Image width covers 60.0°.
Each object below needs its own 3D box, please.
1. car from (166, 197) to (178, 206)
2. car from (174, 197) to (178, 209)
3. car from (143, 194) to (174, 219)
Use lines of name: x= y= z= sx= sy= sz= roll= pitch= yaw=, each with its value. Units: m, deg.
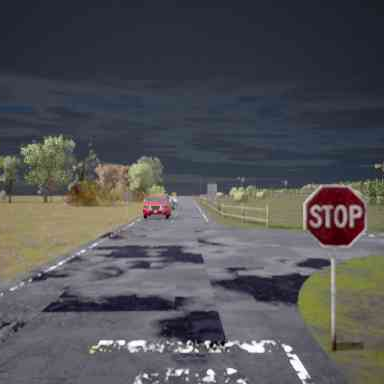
car: x=-3.356 y=1.589 z=57.278 sx=1.812 sy=1.442 sz=4.674 roll=0 pitch=0 yaw=0
car: x=-3.195 y=1.531 z=43.078 sx=2.128 sy=1.511 sz=4.902 roll=0 pitch=0 yaw=-1
car: x=-3.017 y=1.241 z=29.646 sx=2.150 sy=2.045 sz=5.566 roll=0 pitch=0 yaw=-1
